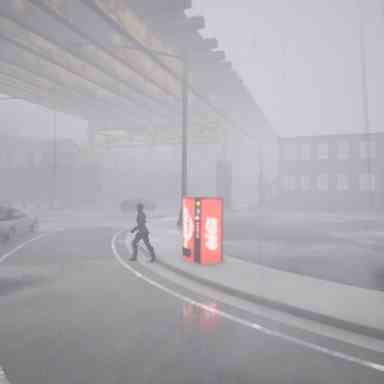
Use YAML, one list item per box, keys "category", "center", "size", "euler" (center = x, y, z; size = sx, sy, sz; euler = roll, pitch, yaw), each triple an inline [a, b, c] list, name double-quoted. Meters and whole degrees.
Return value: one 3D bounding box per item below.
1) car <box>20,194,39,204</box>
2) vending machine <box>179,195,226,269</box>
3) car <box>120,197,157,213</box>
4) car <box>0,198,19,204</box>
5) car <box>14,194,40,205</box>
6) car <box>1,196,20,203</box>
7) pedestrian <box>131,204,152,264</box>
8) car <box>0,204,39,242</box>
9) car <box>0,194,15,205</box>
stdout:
- category: "car"
  center: [-19.870, 1.055, 40.014]
  size: [2.038, 1.542, 4.974]
  euler: [0, 0, -39]
- category: "vending machine"
  center: [0.310, 1.144, 10.085]
  size: [1.100, 2.100, 0.880]
  euler: [0, 0, -28]
- category: "car"
  center: [-5.296, 1.247, 33.600]
  size: [1.882, 1.535, 5.008]
  euler: [1, 0, 20]
- category: "car"
  center: [-12.571, 1.306, 19.665]
  size: [1.812, 1.442, 4.674]
  euler: [0, 0, 1]
- category: "car"
  center: [-19.902, 0.897, 40.053]
  size: [1.853, 1.218, 4.536]
  euler: [0, 0, -39]
- category: "car"
  center: [-22.934, 1.039, 37.884]
  size: [4.974, 1.542, 2.038]
  euler: [0, 0, -9]
- category: "pedestrian"
  center: [-1.536, 1.226, 10.035]
  size: [0.375, 1.860, 0.375]
  euler: [0, 0, -25]
- category: "car"
  center: [-8.675, 1.440, 15.297]
  size: [1.895, 1.301, 4.718]
  euler: [0, 0, -7]
- category: "car"
  center: [-22.984, 0.881, 37.875]
  size: [4.536, 1.218, 1.853]
  euler: [0, 0, -9]
